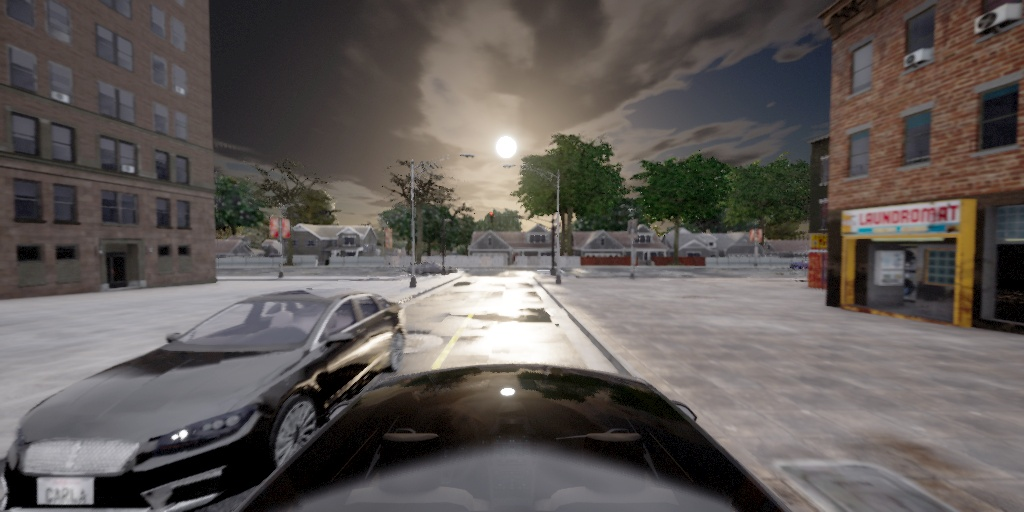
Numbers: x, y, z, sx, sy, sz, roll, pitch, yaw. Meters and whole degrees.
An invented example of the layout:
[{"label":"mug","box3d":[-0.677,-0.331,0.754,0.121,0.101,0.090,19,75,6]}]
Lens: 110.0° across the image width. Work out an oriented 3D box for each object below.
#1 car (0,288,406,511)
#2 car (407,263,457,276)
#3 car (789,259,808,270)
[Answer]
[{"label":"car","box3d":[-2.850,1.239,4.742,2.128,1.511,4.902,0,0,0]},{"label":"car","box3d":[-8.858,1.437,39.809,5.357,1.411,2.033,0,2,0]},{"label":"car","box3d":[41.211,1.184,49.564,5.008,1.535,1.882,0,2,0]}]
